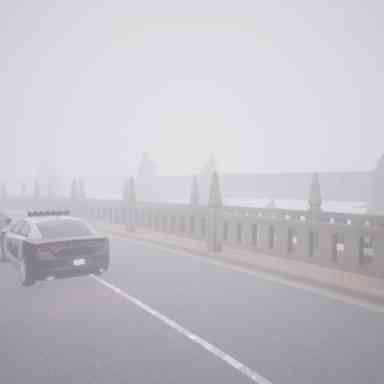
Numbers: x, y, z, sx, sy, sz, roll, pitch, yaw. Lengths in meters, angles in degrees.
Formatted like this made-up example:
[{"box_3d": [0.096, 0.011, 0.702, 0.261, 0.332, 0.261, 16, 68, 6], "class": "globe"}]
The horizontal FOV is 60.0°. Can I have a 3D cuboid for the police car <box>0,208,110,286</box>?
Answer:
[{"box_3d": [-4.119, 1.334, 9.462, 1.930, 1.638, 5.238, 0, 0, -38], "class": "police car"}]
